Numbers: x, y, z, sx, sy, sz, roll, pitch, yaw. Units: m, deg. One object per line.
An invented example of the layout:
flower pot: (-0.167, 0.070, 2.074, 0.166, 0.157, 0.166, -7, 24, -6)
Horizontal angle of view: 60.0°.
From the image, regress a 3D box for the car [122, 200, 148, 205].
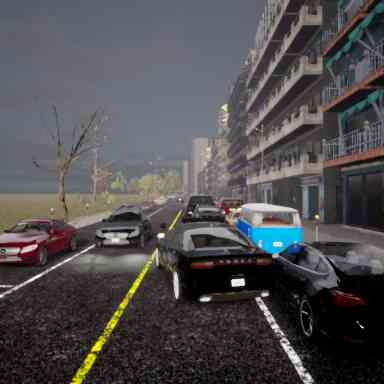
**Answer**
car: (-5.245, 1.572, 28.383, 1.947, 1.339, 4.313, 1, 0, 0)

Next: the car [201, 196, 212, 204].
car: (2.711, 1.543, 63.034, 1.752, 1.417, 4.829, 1, 0, 0)

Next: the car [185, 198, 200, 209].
car: (0.114, 1.559, 46.480, 2.033, 1.411, 5.357, 0, 0, 1)

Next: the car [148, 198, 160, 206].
car: (-5.220, 1.591, 39.690, 1.802, 1.307, 4.206, 1, 0, 0)

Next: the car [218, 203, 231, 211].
car: (2.613, 1.529, 17.746, 1.752, 1.417, 4.829, 1, 0, 0)

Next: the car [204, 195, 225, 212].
car: (2.664, 1.324, 40.220, 2.192, 1.841, 5.009, 1, 0, 0)

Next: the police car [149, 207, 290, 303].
police car: (0.226, 1.427, 8.499, 1.930, 1.638, 5.238, 0, 0, -13)

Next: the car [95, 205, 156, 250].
car: (-2.818, 1.529, 14.587, 1.812, 1.442, 4.674, 0, 0, 0)

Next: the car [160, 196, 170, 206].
car: (-5.183, 1.541, 56.483, 1.752, 1.417, 4.829, 1, 0, 0)

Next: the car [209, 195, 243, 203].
car: (2.627, 1.320, 23.237, 2.192, 1.841, 5.009, 1, 0, 0)

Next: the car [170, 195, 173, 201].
car: (-5.134, 1.575, 79.268, 2.008, 1.369, 4.403, 1, 0, 0)

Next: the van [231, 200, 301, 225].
van: (2.602, 1.344, 11.915, 1.690, 1.788, 3.998, 1, 0, 0)

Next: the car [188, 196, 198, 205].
car: (0.131, 1.542, 60.260, 1.812, 1.442, 4.674, 0, 0, 0)

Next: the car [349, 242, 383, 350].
car: (2.578, 1.315, 0.593, 2.192, 1.841, 5.009, 1, 0, 0)

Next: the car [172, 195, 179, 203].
car: (-2.591, 1.513, 72.985, 2.128, 1.511, 4.902, 0, 0, 0)

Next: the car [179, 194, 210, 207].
car: (0.435, 1.225, 24.585, 2.150, 2.045, 5.566, 0, 0, -5)

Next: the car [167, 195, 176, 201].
car: (-5.122, 1.578, 84.922, 2.008, 1.369, 4.403, 1, 0, 0)

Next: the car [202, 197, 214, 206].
car: (2.699, 1.541, 57.373, 1.752, 1.417, 4.829, 1, 0, 0)

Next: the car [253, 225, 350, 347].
car: (2.587, 1.567, 6.253, 1.947, 1.339, 4.313, 1, 0, 0)

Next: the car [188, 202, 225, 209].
car: (0.865, 1.510, 18.645, 1.837, 1.490, 4.892, 0, 0, 0)

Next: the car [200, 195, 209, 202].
car: (2.736, 1.463, 74.186, 1.967, 1.590, 4.097, 1, 0, 0)

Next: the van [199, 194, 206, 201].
van: (2.762, 1.369, 85.508, 1.690, 1.788, 3.998, 1, 0, 0)

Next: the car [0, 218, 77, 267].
car: (-5.282, 1.584, 11.420, 1.802, 1.307, 4.206, 1, 0, 0)

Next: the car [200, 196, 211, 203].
car: (2.723, 1.571, 68.524, 2.008, 1.369, 4.403, 1, 0, 0)

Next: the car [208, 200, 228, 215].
car: (2.649, 1.590, 34.559, 1.802, 1.307, 4.206, 1, 0, 0)
